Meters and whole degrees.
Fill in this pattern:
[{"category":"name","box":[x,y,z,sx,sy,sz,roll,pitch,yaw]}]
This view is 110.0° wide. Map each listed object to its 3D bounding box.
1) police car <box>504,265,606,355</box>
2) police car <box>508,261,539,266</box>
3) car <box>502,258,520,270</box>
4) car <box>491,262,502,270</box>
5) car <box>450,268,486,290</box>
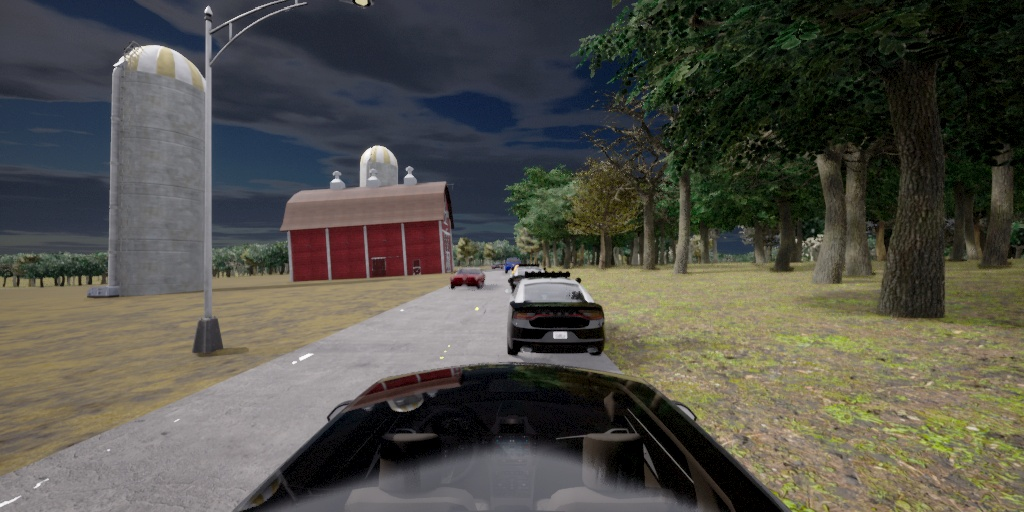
[{"category":"police car","box":[0.850,1.187,8.837,1.930,1.638,5.238,0,0,0]},{"category":"police car","box":[0.885,1.230,18.840,1.930,1.638,5.238,0,0,0]},{"category":"car","box":[0.200,1.261,47.317,2.150,2.045,5.566,0,0,0]},{"category":"car","box":[-2.586,1.800,64.446,1.994,1.385,4.181,0,-1,1]},{"category":"car","box":[-2.775,1.435,23.230,1.895,1.301,4.718,0,0,0]}]
